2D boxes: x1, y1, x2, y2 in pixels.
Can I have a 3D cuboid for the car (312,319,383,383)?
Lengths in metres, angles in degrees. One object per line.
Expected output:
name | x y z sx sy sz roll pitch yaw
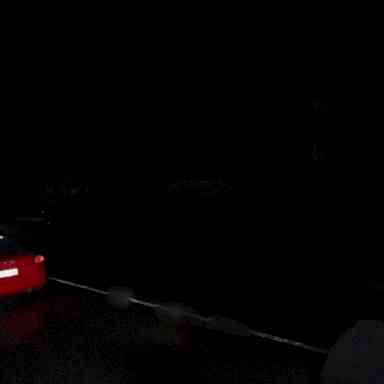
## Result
car | 3.106 1.601 1.764 4.718 1.301 1.895 0 0 36

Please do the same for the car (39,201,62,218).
car | -11.395 1.466 30.319 1.837 1.490 4.892 0 0 35

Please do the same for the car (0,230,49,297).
car | -5.206 1.564 7.754 4.181 1.385 1.994 0 0 37
